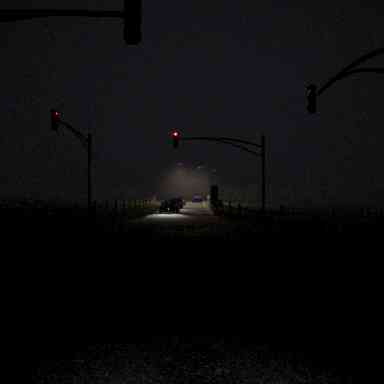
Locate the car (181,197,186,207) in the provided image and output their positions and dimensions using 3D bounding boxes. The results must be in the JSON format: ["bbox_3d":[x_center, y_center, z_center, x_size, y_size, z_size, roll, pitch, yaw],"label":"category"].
[{"bbox_3d":[-2.214,1.536,45.977,1.812,1.442,4.674,0,0,1],"label":"car"}]

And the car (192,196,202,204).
[{"bbox_3d":[1.059,1.495,65.883,1.882,1.535,5.008,0,0,1],"label":"car"}]

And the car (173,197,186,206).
[{"bbox_3d":[-2.039,1.540,56.129,1.812,1.442,4.674,0,0,1],"label":"car"}]

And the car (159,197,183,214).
[{"bbox_3d":[-2.370,1.571,35.961,1.994,1.385,4.181,0,0,1],"label":"car"}]

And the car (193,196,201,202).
[{"bbox_3d":[1.124,1.617,75.917,1.895,1.301,4.718,0,0,1],"label":"car"}]
